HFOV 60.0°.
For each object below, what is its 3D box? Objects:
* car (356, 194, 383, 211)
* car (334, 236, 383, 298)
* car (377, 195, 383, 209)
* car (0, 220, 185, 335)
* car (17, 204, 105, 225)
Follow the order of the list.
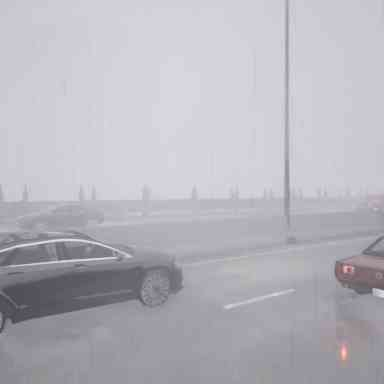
[{"bbox_3d":[19.347,1.208,34.482,5.566,2.045,2.150,0,0,-35],"label":"car"},{"bbox_3d":[5.342,1.598,7.457,4.718,1.301,1.895,0,0,-35],"label":"car"},{"bbox_3d":[26.473,1.337,43.670,4.553,1.767,2.097,0,0,-34],"label":"car"},{"bbox_3d":[-2.412,1.486,6.288,4.902,1.511,2.128,0,0,-35],"label":"car"},{"bbox_3d":[-7.727,1.488,19.924,4.892,1.490,1.837,0,0,-35],"label":"car"}]
